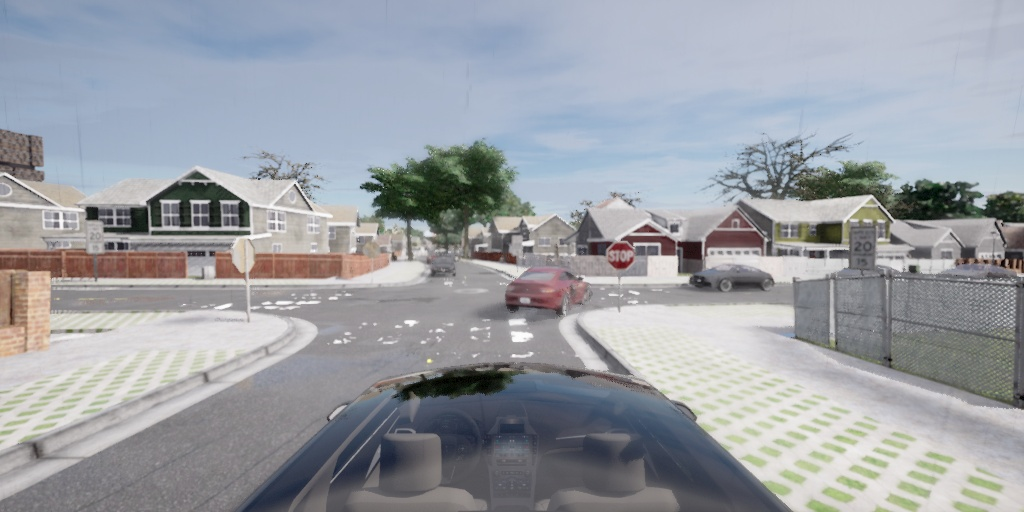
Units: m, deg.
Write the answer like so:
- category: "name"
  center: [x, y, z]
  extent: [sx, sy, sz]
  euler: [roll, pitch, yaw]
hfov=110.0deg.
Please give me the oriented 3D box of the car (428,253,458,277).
- category: "car"
  center: [-5.385, 0.773, 28.276]
  extent: [1.837, 1.490, 4.892]
  euler: [0, 1, -10]

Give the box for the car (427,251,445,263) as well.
- category: "car"
  center: [-11.056, 0.199, 51.369]
  extent: [2.097, 1.767, 4.553]
  euler: [-1, 1, -17]

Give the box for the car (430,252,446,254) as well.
- category: "car"
  center: [-7.448, 0.633, 38.339]
  extent: [2.033, 1.411, 5.357]
  euler: [-1, 1, -14]

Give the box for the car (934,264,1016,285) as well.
- category: "car"
  center: [31.174, 1.233, 24.035]
  extent: [5.357, 1.411, 2.033]
  euler: [0, 2, -16]

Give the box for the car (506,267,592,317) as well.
- category: "car"
  center: [1.344, 1.101, 12.320]
  extent: [1.812, 1.442, 4.674]
  euler: [1, 1, 24]

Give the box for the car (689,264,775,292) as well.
- category: "car"
  center: [11.795, 1.119, 19.305]
  extent: [4.181, 1.385, 1.994]
  euler: [0, 2, -13]

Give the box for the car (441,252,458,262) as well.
- category: "car"
  center: [-10.220, 0.193, 58.241]
  extent: [2.128, 1.511, 4.902]
  euler: [-1, 1, -17]

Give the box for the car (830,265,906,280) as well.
- category: "car"
  center: [21.172, 1.185, 21.398]
  extent: [4.181, 1.385, 1.994]
  euler: [0, 2, -14]
